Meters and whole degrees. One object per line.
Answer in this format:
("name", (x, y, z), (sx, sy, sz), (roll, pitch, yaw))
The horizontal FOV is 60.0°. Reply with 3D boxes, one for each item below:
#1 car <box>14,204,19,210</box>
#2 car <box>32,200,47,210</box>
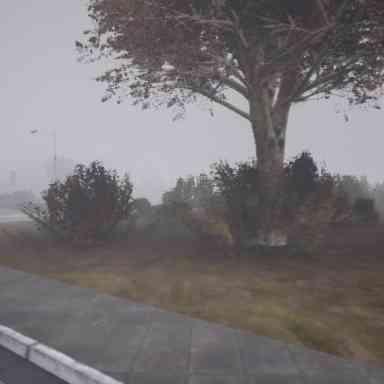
("car", (-19.940, 1.659, 42.424), (1.895, 1.301, 4.718), (0, 0, 33))
("car", (-17.286, 1.582, 40.079), (1.812, 1.442, 4.674), (0, 0, 33))
